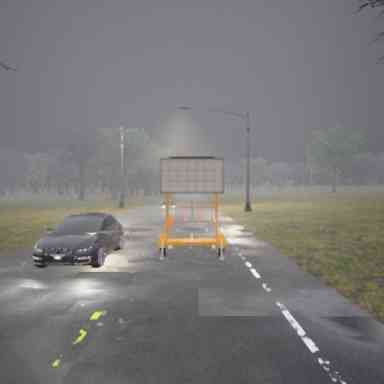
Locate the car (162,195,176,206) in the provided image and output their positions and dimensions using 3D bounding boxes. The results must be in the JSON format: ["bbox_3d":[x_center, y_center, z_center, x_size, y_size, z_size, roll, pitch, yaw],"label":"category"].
[{"bbox_3d":[-3.572,1.318,52.318,1.837,1.490,4.892,0,1,0],"label":"car"}]

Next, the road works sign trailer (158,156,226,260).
[{"bbox_3d":[0.002,0.462,12.471,2.380,3.560,2.880,0,0,0],"label":"road works sign trailer"}]

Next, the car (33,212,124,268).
[{"bbox_3d":[-3.597,1.505,11.339,1.837,1.490,4.892,0,0,0],"label":"car"}]
